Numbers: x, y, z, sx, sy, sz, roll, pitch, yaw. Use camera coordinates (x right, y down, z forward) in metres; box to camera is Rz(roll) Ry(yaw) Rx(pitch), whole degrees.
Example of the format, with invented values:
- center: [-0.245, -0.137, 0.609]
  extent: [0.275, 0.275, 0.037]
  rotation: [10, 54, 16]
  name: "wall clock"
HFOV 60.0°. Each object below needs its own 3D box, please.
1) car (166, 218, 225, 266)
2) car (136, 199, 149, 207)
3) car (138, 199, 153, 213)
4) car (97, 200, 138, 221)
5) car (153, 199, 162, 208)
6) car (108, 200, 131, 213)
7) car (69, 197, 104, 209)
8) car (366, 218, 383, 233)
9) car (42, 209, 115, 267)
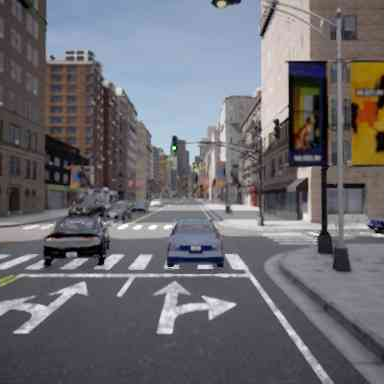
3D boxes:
- center: [0.108, 1.652, 11.928]
  extent: [2.033, 1.411, 5.357]
  rotation: [0, 0, 0]
  name: "car"
- center: [-9.703, 2.107, 65.235]
  extent: [1.837, 1.490, 4.892]
  rotation: [0, -1, 0]
  name: "car"
- center: [-6.559, 1.920, 42.197]
  extent: [2.033, 1.411, 5.357]
  rotation: [0, -1, 0]
  name: "car"
- center: [-6.575, 1.755, 29.958]
  extent: [2.128, 1.511, 4.902]
  rotation: [0, 0, 0]
  name: "car"
- center: [-6.470, 2.080, 60.829]
  extent: [1.812, 1.442, 4.674]
  rotation: [0, -1, 0]
  name: "car"
- center: [-9.793, 1.879, 45.298]
  extent: [1.882, 1.535, 5.008]
  rotation: [0, 0, 0]
  name: "car"
- center: [-9.818, 1.500, 31.644]
  extent: [2.150, 2.045, 5.566]
  rotation: [0, -1, 0]
  name: "car"
- center: [12.634, 1.787, 18.996]
  extent: [4.718, 1.301, 1.895]
  rotation: [0, -1, -3]
  name: "car"
- center: [-3.984, 1.598, 11.887]
  extent: [2.128, 1.511, 4.902]
  rotation: [0, 0, -13]
  name: "car"
